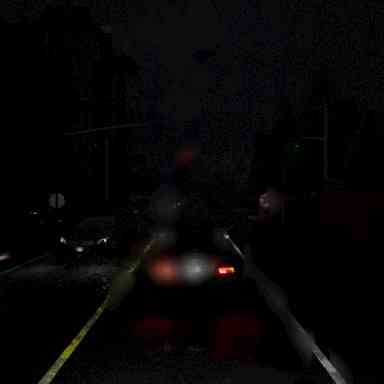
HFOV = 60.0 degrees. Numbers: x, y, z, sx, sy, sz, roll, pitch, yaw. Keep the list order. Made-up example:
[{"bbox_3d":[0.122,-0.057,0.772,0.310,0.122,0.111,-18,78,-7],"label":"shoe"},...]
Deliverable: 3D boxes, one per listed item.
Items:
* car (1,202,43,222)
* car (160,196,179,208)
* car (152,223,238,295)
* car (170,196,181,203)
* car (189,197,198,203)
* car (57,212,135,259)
[{"bbox_3d":[-14.199,1.520,25.842,4.892,1.490,1.837,0,0,-1],"label":"car"},{"bbox_3d":[-3.495,1.491,48.300,2.128,1.511,4.902,0,0,0],"label":"car"},{"bbox_3d":[0.077,1.547,8.870,2.033,1.411,5.357,0,0,0],"label":"car"},{"bbox_3d":[-3.359,1.547,68.884,2.033,1.411,5.357,0,0,0],"label":"car"},{"bbox_3d":[0.244,1.601,69.643,1.895,1.301,4.718,0,0,0],"label":"car"},{"bbox_3d":[-3.425,1.526,12.746,1.812,1.442,4.674,0,0,2],"label":"car"}]
